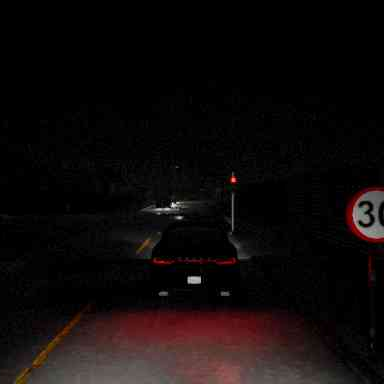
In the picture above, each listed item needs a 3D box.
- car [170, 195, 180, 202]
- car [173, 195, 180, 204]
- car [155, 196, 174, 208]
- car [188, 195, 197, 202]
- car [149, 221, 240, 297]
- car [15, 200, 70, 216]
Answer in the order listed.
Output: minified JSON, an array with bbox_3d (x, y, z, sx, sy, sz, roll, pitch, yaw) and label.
[{"bbox_3d":[-3.853,1.520,77.455,2.128,1.511,4.902,0,0,0],"label":"car"},{"bbox_3d":[-3.945,1.493,62.224,2.128,1.511,4.902,0,0,0],"label":"car"},{"bbox_3d":[-4.009,1.564,46.655,1.994,1.385,4.181,0,0,0],"label":"car"},{"bbox_3d":[0.135,1.339,71.405,1.812,1.442,4.674,0,0,0],"label":"car"},{"bbox_3d":[0.068,1.478,8.629,1.882,1.535,5.008,0,0,1],"label":"car"},{"bbox_3d":[-14.226,1.491,31.720,4.902,1.511,2.128,0,0,2],"label":"car"}]
